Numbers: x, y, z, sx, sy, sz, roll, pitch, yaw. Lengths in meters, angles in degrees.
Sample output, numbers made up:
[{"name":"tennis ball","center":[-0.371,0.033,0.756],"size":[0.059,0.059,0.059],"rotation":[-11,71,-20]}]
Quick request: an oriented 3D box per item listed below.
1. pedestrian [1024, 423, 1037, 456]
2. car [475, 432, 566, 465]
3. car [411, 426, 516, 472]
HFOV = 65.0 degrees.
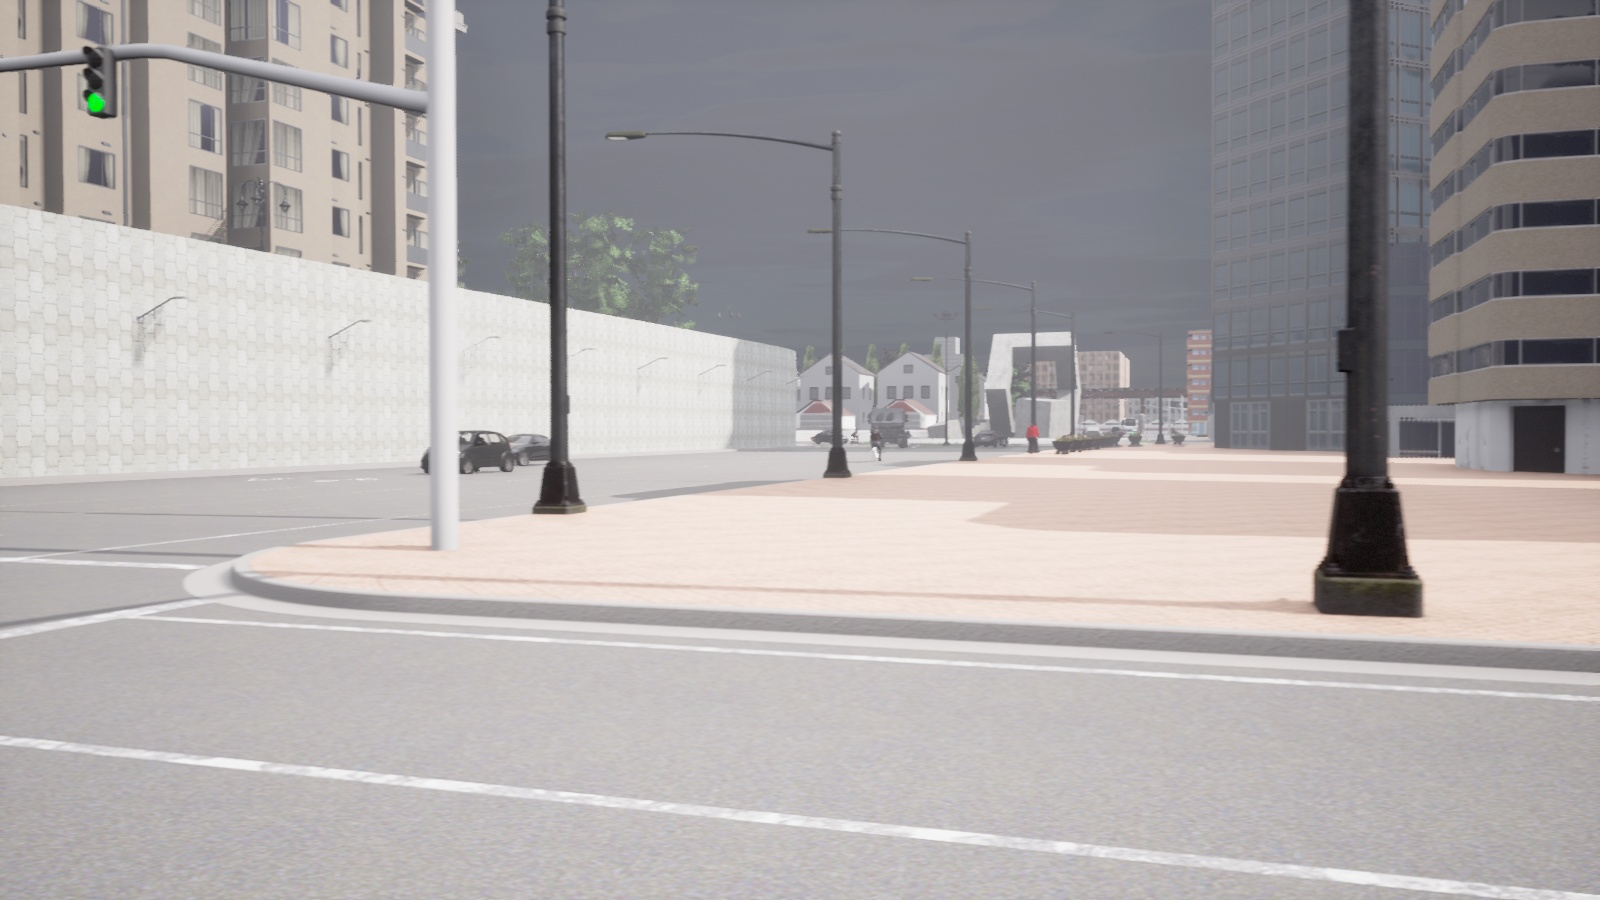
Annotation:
[{"name":"pedestrian","center":[12.749,-0.582,69.411],"size":[0.634,1.844,0.899],"rotation":[0,1,17]},{"name":"car","center":[-12.531,-0.102,56.616],"size":[1.812,1.442,4.674],"rotation":[1,1,19]},{"name":"car","center":[-12.338,-0.063,46.310],"size":[1.851,1.617,3.988],"rotation":[1,1,19]}]
